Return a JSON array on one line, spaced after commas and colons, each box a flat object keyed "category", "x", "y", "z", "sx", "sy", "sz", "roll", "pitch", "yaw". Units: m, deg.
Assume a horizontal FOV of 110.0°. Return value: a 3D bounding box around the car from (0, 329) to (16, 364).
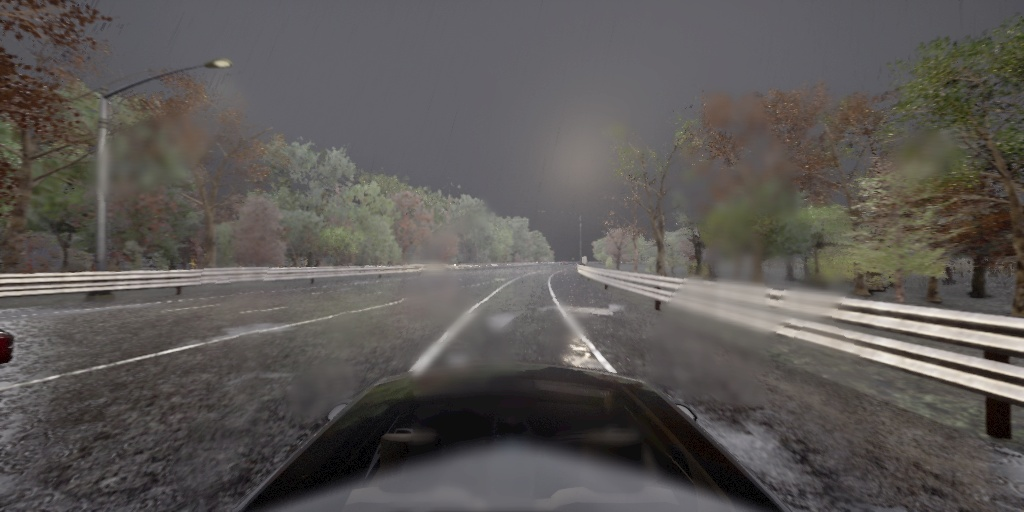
[{"category": "car", "x": -9.761, "y": 1.228, "z": 4.176, "sx": 2.163, "sy": 1.488, "sz": 4.792, "roll": 0, "pitch": -1, "yaw": 12}]
